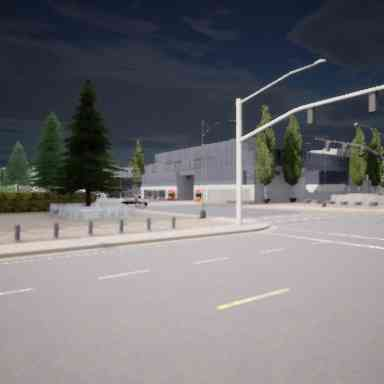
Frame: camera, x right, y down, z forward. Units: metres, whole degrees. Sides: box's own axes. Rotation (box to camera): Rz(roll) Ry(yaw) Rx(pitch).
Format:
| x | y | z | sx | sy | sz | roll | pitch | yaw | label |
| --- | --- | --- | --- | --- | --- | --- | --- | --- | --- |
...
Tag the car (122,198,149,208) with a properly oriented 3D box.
| x | y | z | sx | sy | sz | roll | pitch | yaw | label |
| --- | --- | --- | --- | --- | --- | --- | --- | --- | --- |
| -7.849 | 1.518 | 45.905 | 1.895 | 1.301 | 4.718 | 0 | 0 | -36 | car |
